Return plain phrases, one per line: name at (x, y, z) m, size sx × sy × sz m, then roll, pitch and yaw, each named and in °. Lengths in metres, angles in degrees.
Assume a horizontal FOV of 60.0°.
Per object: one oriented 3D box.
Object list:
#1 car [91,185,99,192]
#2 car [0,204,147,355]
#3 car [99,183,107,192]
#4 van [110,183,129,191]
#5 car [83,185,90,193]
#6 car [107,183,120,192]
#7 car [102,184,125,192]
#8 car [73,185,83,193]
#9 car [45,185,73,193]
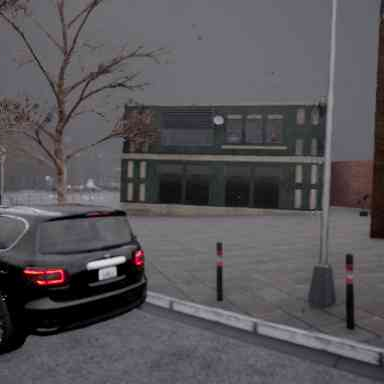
car at (-23.280, -0.849, 72.003) m, size 4.553 × 1.767 × 2.185 m, roll 2°, pitch 2°, yaw 20°
car at (-3.315, 1.241, 6.407) m, size 5.566 × 2.045 × 2.150 m, roll 0°, pitch 0°, yaw 38°
car at (-22.394, -0.787, 74.621) m, size 4.892 × 1.521 × 2.231 m, roll 2°, pitch 2°, yaw 20°
van at (-18.577, -1.276, 84.960) m, size 4.442 × 1.987 × 1.878 m, roll 2°, pitch 2°, yaw 20°
car at (-24.236, -0.625, 69.420) m, size 4.674 × 1.452 × 2.002 m, roll 2°, pitch 2°, yaw 20°
car at (-20.560, -1.174, 79.813) m, size 5.566 × 2.045 × 2.435 m, roll 2°, pitch 2°, yaw 20°
car at (-19.442, -0.984, 82.348) m, size 5.366 × 1.575 × 1.946 m, roll 2°, pitch 2°, yaw 20°
car at (-25.165, -0.605, 66.826) m, size 5.008 × 1.535 × 2.097 m, roll 2°, pitch 2°, yaw 20°
car at (-26.052, -0.673, 64.207) m, size 4.553 × 1.767 × 2.185 m, roll 2°, pitch 2°, yaw 20°
